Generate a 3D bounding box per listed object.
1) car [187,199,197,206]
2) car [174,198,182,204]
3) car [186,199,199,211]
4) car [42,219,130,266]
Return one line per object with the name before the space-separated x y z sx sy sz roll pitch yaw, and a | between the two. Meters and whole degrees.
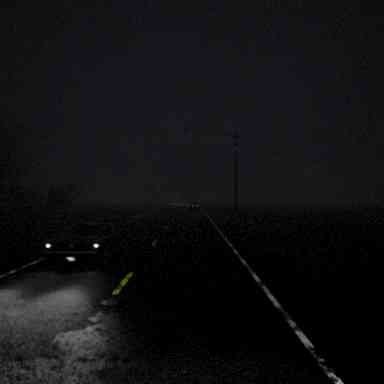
car | -0.041 2.205 70.518 1.994 1.385 4.181 0 -1 0
car | -3.555 2.302 86.987 1.837 1.490 4.892 0 -1 0
car | 0.070 1.993 47.941 2.033 1.411 5.357 0 -1 0
car | -3.608 1.715 12.148 1.895 1.301 4.718 0 -1 0
